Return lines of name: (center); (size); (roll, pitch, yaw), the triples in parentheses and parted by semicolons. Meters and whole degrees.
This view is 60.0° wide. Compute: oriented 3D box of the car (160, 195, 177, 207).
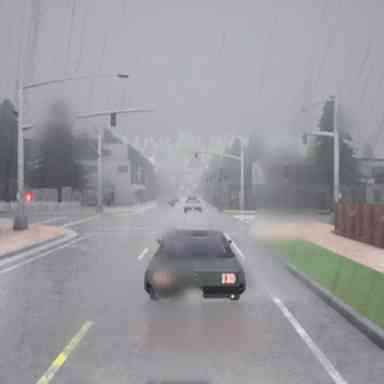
car: (-3.587, 1.349, 48.283); (1.882, 1.535, 5.008); (0, 0, 0)

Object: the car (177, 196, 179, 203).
car: (-3.541, 1.333, 64.338); (1.837, 1.490, 4.892); (0, 0, 1)

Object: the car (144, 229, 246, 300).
car: (0.068, 1.579, 8.244); (1.895, 1.301, 4.718); (0, 0, 0)

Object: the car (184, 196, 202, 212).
car: (0.092, 1.500, 37.862); (1.895, 1.301, 4.718); (0, 0, 0)
